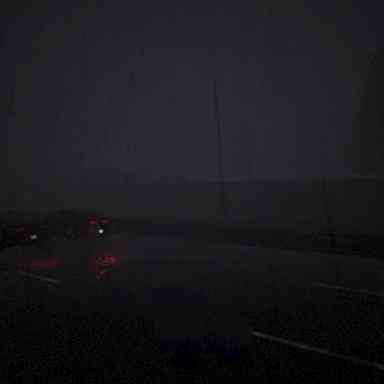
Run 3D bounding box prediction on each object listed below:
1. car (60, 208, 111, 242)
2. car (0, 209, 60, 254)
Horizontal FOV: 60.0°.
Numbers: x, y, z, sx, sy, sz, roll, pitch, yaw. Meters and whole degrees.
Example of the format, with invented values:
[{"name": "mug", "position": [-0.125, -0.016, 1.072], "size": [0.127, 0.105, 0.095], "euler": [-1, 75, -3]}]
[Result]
[{"name": "car", "position": [-6.217, 1.574, 16.958], "size": [4.892, 1.490, 1.837], "euler": [0, 0, 36]}, {"name": "car", "position": [-7.914, 1.544, 13.868], "size": [5.008, 1.535, 1.882], "euler": [-1, 0, 36]}]
